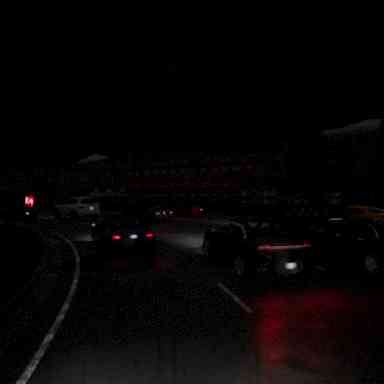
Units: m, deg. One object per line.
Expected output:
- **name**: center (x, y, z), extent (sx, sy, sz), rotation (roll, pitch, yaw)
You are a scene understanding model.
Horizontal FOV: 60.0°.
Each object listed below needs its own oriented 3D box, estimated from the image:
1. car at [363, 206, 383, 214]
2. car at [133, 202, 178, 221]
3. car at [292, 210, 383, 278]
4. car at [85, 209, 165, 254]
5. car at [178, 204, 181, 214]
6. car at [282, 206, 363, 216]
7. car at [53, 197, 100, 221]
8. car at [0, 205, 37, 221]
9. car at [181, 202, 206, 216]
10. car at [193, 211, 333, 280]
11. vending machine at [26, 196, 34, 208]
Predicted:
- **car**: center (9.745, 1.551, 19.768), extent (1.882, 1.535, 5.008), rotation (0, 0, -22)
- **car**: center (-3.827, 1.750, 28.342), extent (2.033, 1.411, 5.357), rotation (0, -1, -40)
- **car**: center (5.324, 1.545, 10.387), extent (1.837, 1.490, 4.892), rotation (0, 0, -14)
- **car**: center (-3.071, 1.655, 14.090), extent (2.033, 1.411, 5.357), rotation (0, 0, -23)
- **car**: center (-3.687, 1.740, 33.556), extent (1.837, 1.490, 4.892), rotation (1, -1, -44)
- **car**: center (6.495, 1.575, 18.478), extent (2.128, 1.511, 4.902), rotation (0, 0, -23)
- **car**: center (-10.577, 1.473, 30.308), extent (5.566, 2.045, 2.150), rotation (-1, -1, 43)
- **car**: center (-15.782, 1.842, 29.884), extent (4.181, 1.385, 1.994), rotation (-1, -1, 37)
- **car**: center (-0.417, 1.791, 35.163), extent (1.994, 1.385, 4.181), rotation (0, -1, -43)
- **car**: center (1.761, 1.550, 10.268), extent (2.128, 1.511, 4.902), rotation (0, 0, -14)
- **vending machine**: center (-29.247, 1.739, 60.013), extent (0.880, 2.100, 1.100), rotation (-1, 0, 32)
